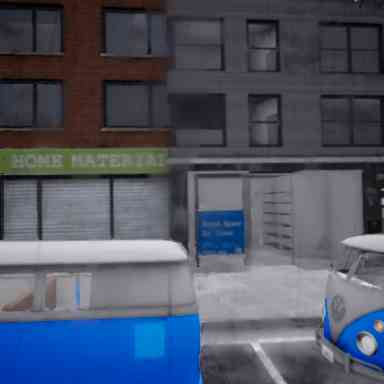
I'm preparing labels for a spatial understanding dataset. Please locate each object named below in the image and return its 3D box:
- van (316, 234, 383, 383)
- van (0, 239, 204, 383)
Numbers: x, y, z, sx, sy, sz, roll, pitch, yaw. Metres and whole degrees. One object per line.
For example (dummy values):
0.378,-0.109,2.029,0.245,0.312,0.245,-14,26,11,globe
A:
3.743,1.432,4.272,3.998,1.788,1.690,0,-2,-5,van
-1.819,1.457,3.752,3.998,1.788,1.690,0,-2,-5,van
